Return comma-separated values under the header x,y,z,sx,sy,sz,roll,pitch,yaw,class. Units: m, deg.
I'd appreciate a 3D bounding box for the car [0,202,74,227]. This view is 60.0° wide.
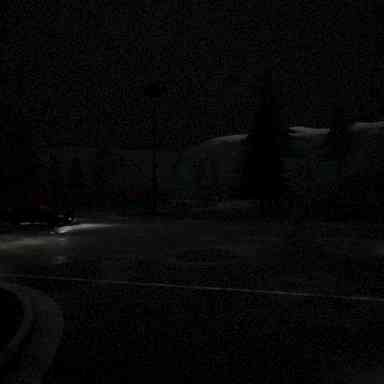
x,y,z,sx,sy,sz,roll,pitch,yaw,class
-10.410,1.525,22.731,4.674,1.442,1.812,0,0,13,car

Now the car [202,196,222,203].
x,y,z,sx,sy,sz,roll,pitch,yaw,class
4.111,1.478,69.806,2.128,1.511,4.902,0,0,-38,car

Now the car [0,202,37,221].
x,y,z,sx,sy,sz,roll,pitch,yaw,class
-15.287,1.565,27.451,4.181,1.385,1.994,0,0,13,car
